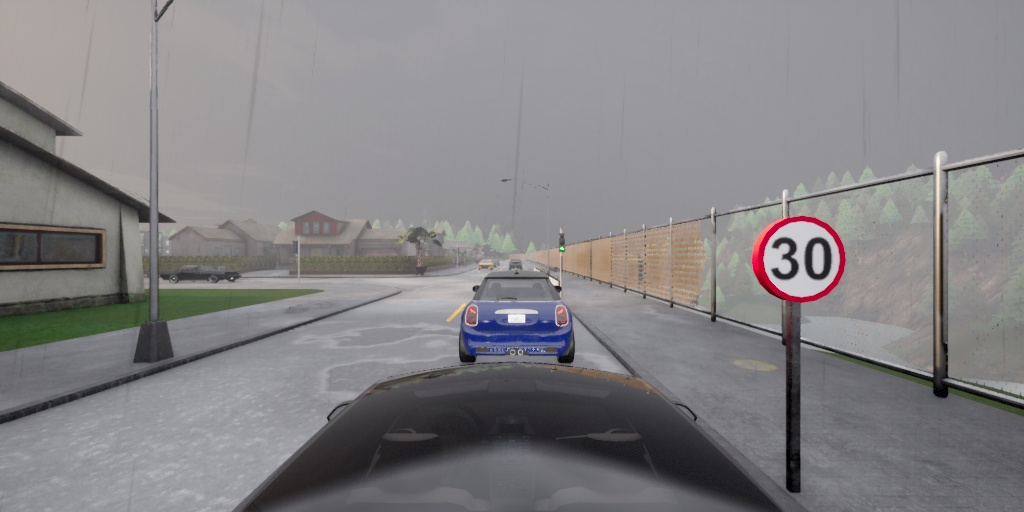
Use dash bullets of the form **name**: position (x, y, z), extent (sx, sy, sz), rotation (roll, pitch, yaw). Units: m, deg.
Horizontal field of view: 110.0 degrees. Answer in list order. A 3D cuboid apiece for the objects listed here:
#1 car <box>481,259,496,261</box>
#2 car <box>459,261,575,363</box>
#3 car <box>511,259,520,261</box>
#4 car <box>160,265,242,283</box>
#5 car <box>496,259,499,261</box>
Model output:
- **car**: position (-3.667, 1.220, 51.188), extent (1.882, 1.535, 5.008), rotation (0, 0, 1)
- **car**: position (0.114, 1.101, 8.320), extent (2.097, 1.767, 4.553), rotation (0, 0, 1)
- **car**: position (0.554, 1.247, 53.792), extent (1.837, 1.490, 4.892), rotation (0, 0, 0)
- **car**: position (-23.002, 1.347, 26.656), extent (4.718, 1.301, 1.895), rotation (0, 0, 1)
- **car**: position (-3.565, 1.246, 60.638), extent (1.837, 1.490, 4.892), rotation (0, 0, 1)
